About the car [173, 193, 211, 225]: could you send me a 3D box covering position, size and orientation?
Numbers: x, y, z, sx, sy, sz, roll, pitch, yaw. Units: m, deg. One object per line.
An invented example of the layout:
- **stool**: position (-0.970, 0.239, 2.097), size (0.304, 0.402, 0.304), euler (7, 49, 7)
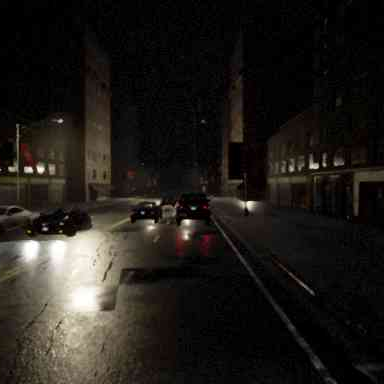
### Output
- **car**: position (0.090, 1.066, 22.692), size (2.150, 2.045, 5.566), euler (0, 1, 0)

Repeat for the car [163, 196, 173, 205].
- **car**: position (-3.173, 1.215, 44.700), size (2.033, 1.411, 5.357), euler (0, 1, 0)

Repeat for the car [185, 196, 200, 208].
- **car**: position (0.081, 1.274, 44.044), size (1.895, 1.301, 4.718), euler (0, 0, 0)

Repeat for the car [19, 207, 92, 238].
- **car**: position (-6.570, 1.450, 16.857), size (1.994, 1.385, 4.181), euler (0, 0, 0)

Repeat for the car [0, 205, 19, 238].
- **car**: position (-9.818, 1.411, 16.990), size (1.812, 1.442, 4.674), euler (0, 1, 0)

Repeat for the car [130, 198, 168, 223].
- **car**: position (-3.178, 1.381, 24.005), size (2.033, 1.411, 5.357), euler (0, 0, 0)
